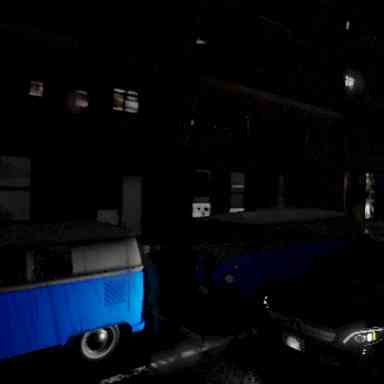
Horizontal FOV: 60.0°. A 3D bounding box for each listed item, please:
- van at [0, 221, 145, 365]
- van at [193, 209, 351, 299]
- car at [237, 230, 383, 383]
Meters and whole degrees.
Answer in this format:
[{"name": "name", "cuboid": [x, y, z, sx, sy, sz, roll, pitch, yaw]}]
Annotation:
[{"name": "van", "cuboid": [-2.575, 1.340, 4.234, 3.998, 1.788, 1.690, 0, 2, -35]}, {"name": "van", "cuboid": [1.930, 1.310, 7.445, 3.998, 1.788, 1.690, 0, 2, -35]}, {"name": "car", "cuboid": [3.093, 1.496, 5.272, 4.674, 1.442, 1.812, 0, 0, -35]}]
